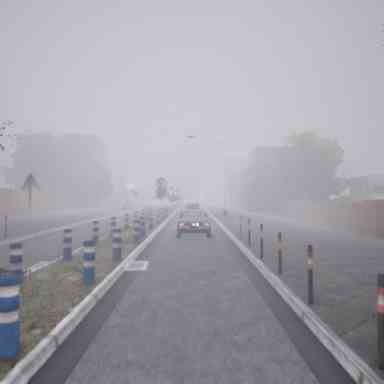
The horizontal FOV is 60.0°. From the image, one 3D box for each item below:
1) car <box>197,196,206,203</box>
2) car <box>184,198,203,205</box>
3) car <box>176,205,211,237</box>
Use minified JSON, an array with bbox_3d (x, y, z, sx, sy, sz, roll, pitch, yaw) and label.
[{"bbox_3d":[2.986,2.483,93.702,2.231,1.521,4.892,0,-1,0],"label":"car"},{"bbox_3d":[0.095,1.878,42.682,1.837,1.490,4.892,0,-1,0],"label":"car"},{"bbox_3d":[0.092,1.667,18.826,2.033,1.411,5.357,0,-1,0],"label":"car"}]
